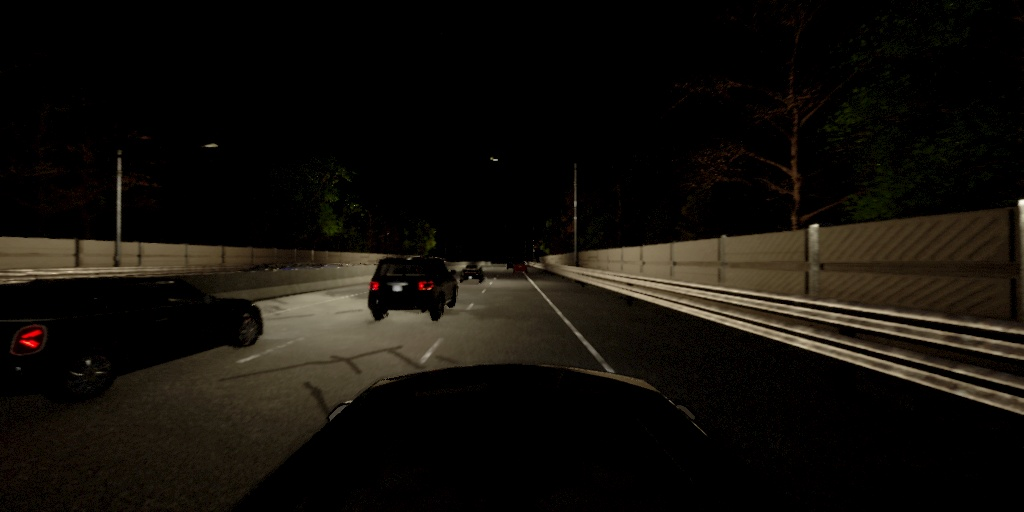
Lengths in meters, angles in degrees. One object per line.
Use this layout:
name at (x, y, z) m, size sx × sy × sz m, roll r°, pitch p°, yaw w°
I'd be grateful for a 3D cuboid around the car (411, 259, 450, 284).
car at (-6.901, 1.247, 31.075) m, size 2.150 × 2.045 × 5.566 m, roll 0°, pitch -1°, yaw 0°

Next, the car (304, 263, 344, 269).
car at (-17.589, 1.611, 35.160) m, size 2.033 × 1.411 × 5.357 m, roll 0°, pitch -1°, yaw 0°

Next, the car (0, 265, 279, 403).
car at (-6.901, 1.147, 6.610) m, size 2.097 × 1.767 × 4.553 m, roll 0°, pitch -1°, yaw 0°

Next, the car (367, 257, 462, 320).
car at (-3.406, 1.079, 13.275) m, size 2.150 × 2.045 × 5.566 m, roll 0°, pitch -1°, yaw 0°

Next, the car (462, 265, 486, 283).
car at (-3.402, 1.536, 31.729) m, size 1.837 × 1.490 × 4.892 m, roll 0°, pitch -1°, yaw 0°

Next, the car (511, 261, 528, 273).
car at (1.220, 1.601, 53.408) m, size 2.097 × 1.767 × 4.553 m, roll 0°, pitch -1°, yaw 0°

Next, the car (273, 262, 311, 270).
car at (-21.083, 1.420, 35.803) m, size 2.097 × 1.767 × 4.553 m, roll 0°, pitch 0°, yaw 0°
